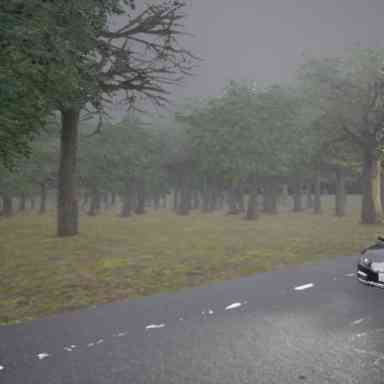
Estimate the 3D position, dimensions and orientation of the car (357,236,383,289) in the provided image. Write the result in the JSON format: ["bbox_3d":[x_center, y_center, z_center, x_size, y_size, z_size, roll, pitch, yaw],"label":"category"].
[{"bbox_3d":[6.009,1.517,8.201,4.902,1.511,2.128,0,0,-35],"label":"car"}]
